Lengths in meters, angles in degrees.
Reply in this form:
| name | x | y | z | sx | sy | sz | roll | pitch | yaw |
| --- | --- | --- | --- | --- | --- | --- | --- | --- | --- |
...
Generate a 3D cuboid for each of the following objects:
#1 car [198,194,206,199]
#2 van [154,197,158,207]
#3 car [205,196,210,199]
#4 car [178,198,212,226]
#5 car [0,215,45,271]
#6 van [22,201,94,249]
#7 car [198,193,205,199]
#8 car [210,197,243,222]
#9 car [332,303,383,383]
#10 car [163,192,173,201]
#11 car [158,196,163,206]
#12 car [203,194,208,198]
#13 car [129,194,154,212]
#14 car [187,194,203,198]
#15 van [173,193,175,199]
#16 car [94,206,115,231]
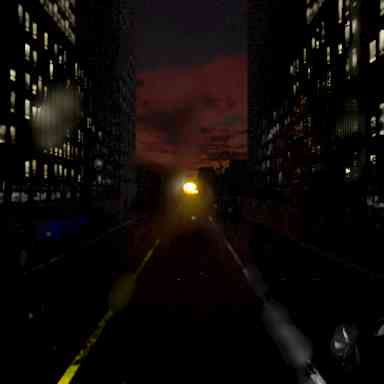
| name | x | y | z | sx | sy | sz | roll | pitch | yaw |
| --- | --- | --- | --- | --- | --- | --- | --- | --- | --- |
| car | 2.661 | 1.162 | 87.952 | 2.008 | 1.369 | 4.403 | 0 | 0 | 0 |
| van | -5.702 | 1.161 | 42.429 | 1.690 | 1.788 | 3.998 | 0 | 0 | 0 |
| car | 2.680 | 1.427 | 36.726 | 1.802 | 1.307 | 4.206 | 0 | 0 | 0 |
| car | 0.091 | 1.385 | 22.330 | 1.882 | 1.535 | 5.008 | 0 | 0 | 0 |
| car | -5.690 | 1.511 | 8.276 | 1.887 | 1.381 | 4.507 | 0 | 0 | 0 |
| van | -5.692 | 1.284 | 13.968 | 1.690 | 1.788 | 3.998 | 0 | 0 | 0 |
| car | 2.659 | 1.129 | 93.644 | 1.887 | 1.381 | 4.507 | 0 | 0 | 0 |
| car | 2.685 | 1.335 | 25.341 | 1.967 | 1.590 | 4.097 | 0 | 0 | 0 |
| car | 2.692 | 1.555 | 2.575 | 1.947 | 1.339 | 4.313 | 0 | 0 | 0 |
| car | -5.713 | 1.217 | 70.719 | 1.752 | 1.417 | 4.829 | 0 | 0 | 0 |
| car | -5.705 | 1.360 | 48.122 | 1.947 | 1.339 | 4.313 | 0 | 0 | 0 |
| car | 2.678 | 1.345 | 42.587 | 1.752 | 1.417 | 4.829 | 0 | 0 | 0 |
| car | -5.700 | 1.285 | 36.736 | 1.967 | 1.590 | 4.097 | 0 | 0 | 0 |
| car | 0.084 | 1.306 | 40.585 | 1.882 | 1.535 | 5.008 | 0 | 0 | 0 |
| van | -5.717 | 0.978 | 82.273 | 1.690 | 1.788 | 3.998 | 0 | 0 | 0 |
| car | -5.695 | 1.501 | 19.661 | 1.802 | 1.307 | 4.206 | 0 | 0 | 0 |
